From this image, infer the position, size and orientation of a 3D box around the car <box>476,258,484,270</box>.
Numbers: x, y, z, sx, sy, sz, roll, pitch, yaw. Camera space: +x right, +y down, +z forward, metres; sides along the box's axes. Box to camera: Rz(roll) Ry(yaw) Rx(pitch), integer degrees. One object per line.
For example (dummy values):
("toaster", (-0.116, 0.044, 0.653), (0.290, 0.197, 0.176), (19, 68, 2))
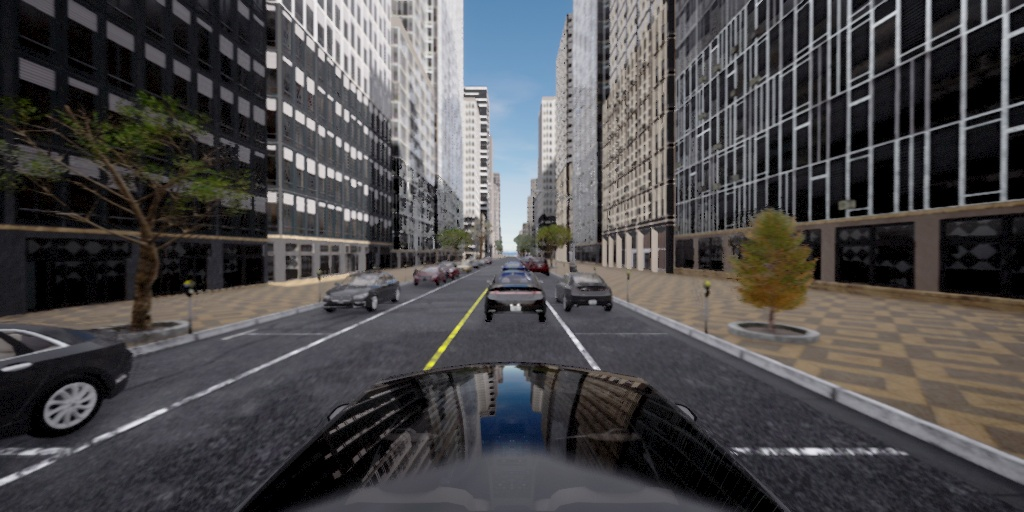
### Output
("car", (-5.685, 1.317, 53.888), (1.948, 1.339, 4.313), (0, 0, 0))

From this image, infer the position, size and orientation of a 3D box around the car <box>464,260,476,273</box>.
("car", (-5.686, 1.277, 42.351), (1.751, 1.417, 4.829), (0, 0, 0))

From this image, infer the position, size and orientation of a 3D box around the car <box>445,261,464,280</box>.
("car", (-5.688, 1.191, 31.153), (1.967, 1.591, 4.097), (0, 0, 0))

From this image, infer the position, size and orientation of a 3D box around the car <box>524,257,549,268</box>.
("car", (2.694, 1.066, 36.836), (2.192, 1.841, 5.009), (0, 0, 0))

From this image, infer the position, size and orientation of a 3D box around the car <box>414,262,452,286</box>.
("car", (-5.689, 1.333, 25.469), (1.802, 1.307, 4.207), (0, 0, 0))

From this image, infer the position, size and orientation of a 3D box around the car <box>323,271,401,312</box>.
("car", (-5.690, 1.301, 14.102), (2.007, 1.370, 4.403), (0, 0, 0))

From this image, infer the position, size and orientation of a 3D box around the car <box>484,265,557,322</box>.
("car", (0.102, 1.242, 12.341), (2.128, 1.511, 4.902), (0, 0, 0))

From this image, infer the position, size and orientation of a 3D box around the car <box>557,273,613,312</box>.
("car", (2.691, 1.301, 14.101), (2.007, 1.370, 4.403), (0, 0, 0))

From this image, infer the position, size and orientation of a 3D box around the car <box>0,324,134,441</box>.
("car", (-5.692, 1.301, 2.735), (2.007, 1.370, 4.403), (0, 0, 0))

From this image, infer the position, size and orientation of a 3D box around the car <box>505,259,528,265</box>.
("car", (0.107, 1.229, 30.457), (1.882, 1.535, 5.008), (0, 0, 0))

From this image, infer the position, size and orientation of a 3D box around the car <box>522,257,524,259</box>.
("car", (2.695, 1.066, 42.520), (2.192, 1.841, 5.009), (0, 0, 0))
